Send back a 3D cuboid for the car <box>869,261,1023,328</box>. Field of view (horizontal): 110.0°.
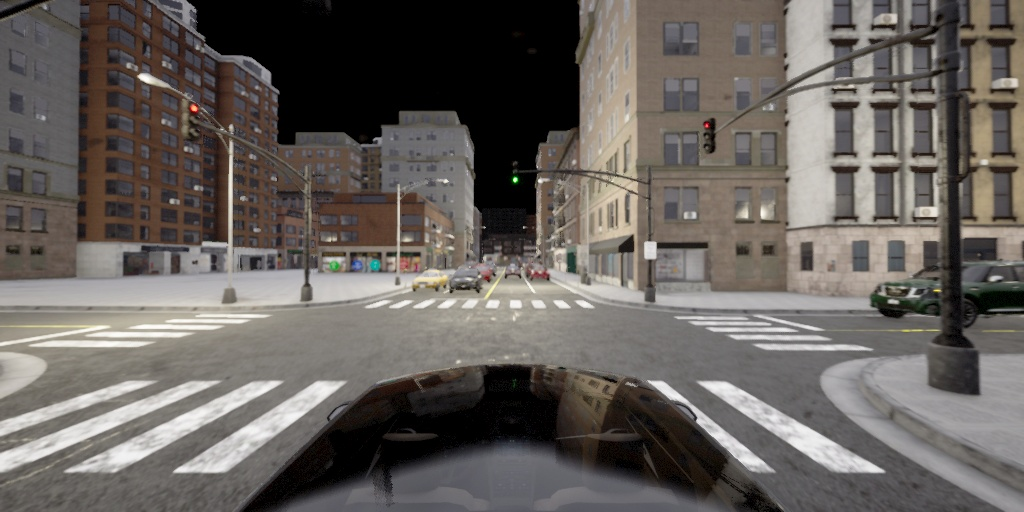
[{"bbox_3d":[15.346,1.177,11.934,5.566,2.045,2.150,0,-1,-2],"label":"car"}]

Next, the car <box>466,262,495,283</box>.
[{"bbox_3d":[-2.845,1.595,33.170,1.882,1.535,5.008,0,-1,0],"label":"car"}]

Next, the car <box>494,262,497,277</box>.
[{"bbox_3d":[-2.829,1.745,43.585,1.837,1.490,4.892,0,-1,0],"label":"car"}]

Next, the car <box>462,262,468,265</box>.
[{"bbox_3d":[-5.381,1.761,41.097,2.007,1.370,4.403,0,0,0],"label":"car"}]

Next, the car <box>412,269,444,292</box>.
[{"bbox_3d":[-5.384,1.537,23.943,1.751,1.417,4.829,0,0,0],"label":"car"}]

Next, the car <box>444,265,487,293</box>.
[{"bbox_3d":[-2.823,1.502,22.853,1.837,1.490,4.892,0,-1,-1],"label":"car"}]

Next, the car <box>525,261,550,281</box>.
[{"bbox_3d":[2.644,1.584,35.434,1.967,1.591,4.097,0,0,0],"label":"car"}]

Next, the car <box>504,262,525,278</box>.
[{"bbox_3d":[0.107,1.758,41.116,2.033,1.411,5.357,0,-1,0],"label":"car"}]

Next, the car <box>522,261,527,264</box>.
[{"bbox_3d":[2.644,1.526,41.095,2.192,1.841,5.009,0,0,0],"label":"car"}]
